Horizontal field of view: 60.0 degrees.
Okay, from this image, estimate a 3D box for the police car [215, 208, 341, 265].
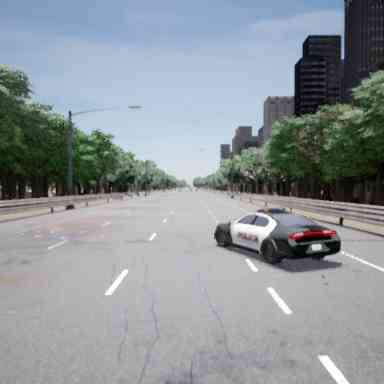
[{"bbox_3d":[2.527,1.355,11.493,2.038,1.542,4.974,-2,1,-23],"label":"police car"}]
